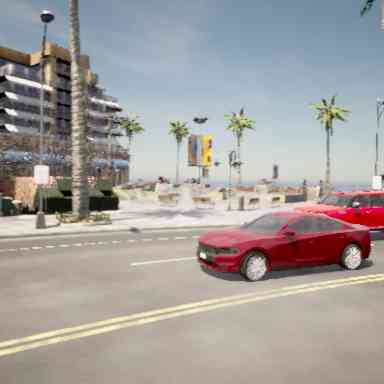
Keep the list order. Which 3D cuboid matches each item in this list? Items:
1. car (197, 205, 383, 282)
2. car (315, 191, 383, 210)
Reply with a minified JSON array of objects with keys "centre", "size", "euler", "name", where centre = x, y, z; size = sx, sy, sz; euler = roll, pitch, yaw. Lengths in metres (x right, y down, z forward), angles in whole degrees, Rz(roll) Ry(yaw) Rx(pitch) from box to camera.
[{"centre":[2.562,1.276,9.032],"size":[5.008,1.535,1.882],"euler":[0,1,-24],"name":"car"},{"centre":[6.966,0.957,14.479],"size":[5.566,2.045,2.150],"euler":[1,1,-16],"name":"car"}]
